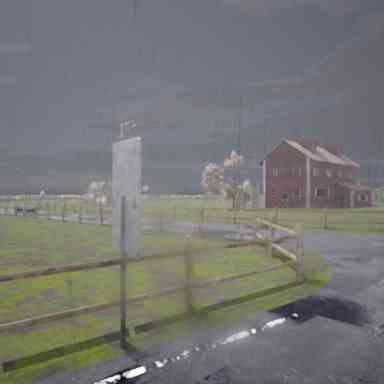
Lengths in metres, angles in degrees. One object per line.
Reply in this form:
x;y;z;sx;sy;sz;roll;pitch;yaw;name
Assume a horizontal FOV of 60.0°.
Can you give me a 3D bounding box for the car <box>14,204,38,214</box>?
-23.710;2.394;47.409;2.033;1.411;5.357;0;-1;-44;car
